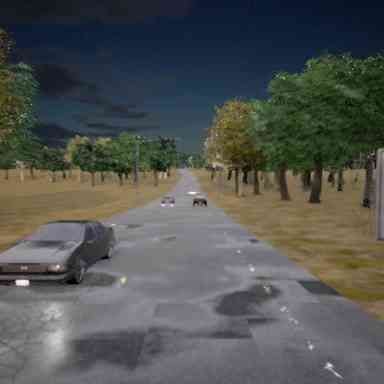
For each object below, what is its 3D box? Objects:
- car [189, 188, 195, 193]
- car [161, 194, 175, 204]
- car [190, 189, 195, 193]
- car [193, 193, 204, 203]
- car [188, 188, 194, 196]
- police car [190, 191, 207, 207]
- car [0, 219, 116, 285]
[{"bbox_3d":[-0.010,-0.436,95.222,1.895,1.301,4.718,0,3,0],"label":"car"},{"bbox_3d":[-3.577,1.064,50.951,2.033,1.411,5.357,0,1,0],"label":"car"},{"bbox_3d":[1.043,0.735,60.734,1.801,1.575,5.366,0,1,0],"label":"car"},{"bbox_3d":[1.044,0.959,54.548,1.812,1.442,4.674,0,1,0],"label":"car"},{"bbox_3d":[-0.009,0.208,79.934,1.895,1.301,4.718,0,2,0],"label":"car"},{"bbox_3d":[1.045,1.072,44.659,1.930,1.638,5.238,0,1,0],"label":"police car"},{"bbox_3d":[-3.600,1.532,9.722,2.033,1.411,5.357,0,0,0],"label":"car"}]
